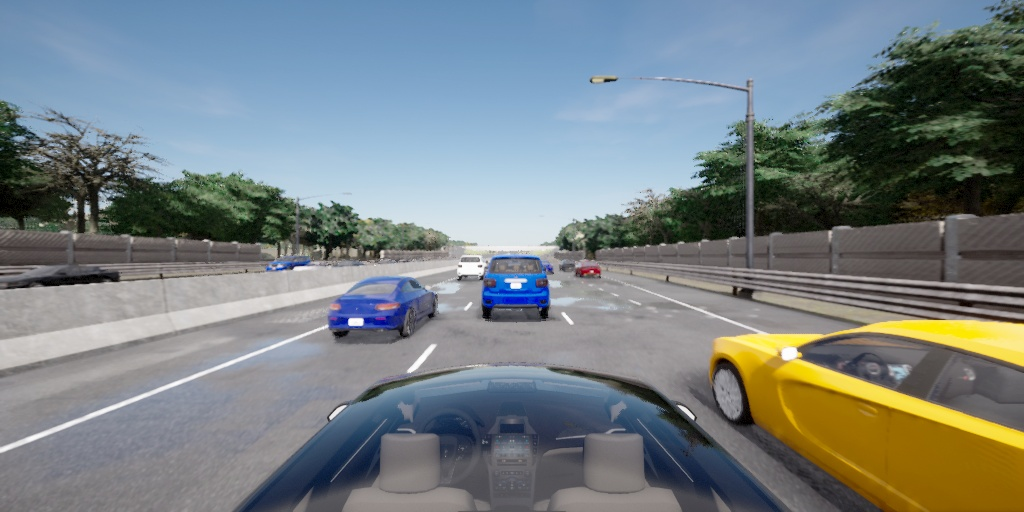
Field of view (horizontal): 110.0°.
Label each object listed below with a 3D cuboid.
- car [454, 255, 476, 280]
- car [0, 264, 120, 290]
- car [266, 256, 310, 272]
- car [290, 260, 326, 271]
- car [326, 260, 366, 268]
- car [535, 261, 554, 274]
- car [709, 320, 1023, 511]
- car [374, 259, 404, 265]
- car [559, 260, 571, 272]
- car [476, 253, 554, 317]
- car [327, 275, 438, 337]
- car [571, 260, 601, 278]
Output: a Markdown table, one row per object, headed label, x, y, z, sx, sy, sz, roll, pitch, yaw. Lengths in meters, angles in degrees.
| label | x | y | z | sx | sy | sz | roll | pitch | yaw |
| --- | --- | --- | --- | --- | --- | --- | --- | --- | --- |
| car | -3.296 | 0.966 | 30.835 | 2.150 | 2.045 | 5.566 | 0 | 0 | 0 |
| car | -23.811 | 1.217 | 18.848 | 1.882 | 1.535 | 5.008 | 0 | 0 | -3 |
| car | -24.397 | 0.976 | 39.539 | 2.150 | 2.045 | 5.566 | 0 | 0 | 0 |
| car | -20.935 | 1.352 | 38.087 | 1.895 | 1.301 | 4.718 | 0 | 0 | 1 |
| car | -17.429 | 1.229 | 38.411 | 1.882 | 1.535 | 5.008 | 0 | 0 | 1 |
| car | 3.684 | 1.284 | 41.479 | 1.812 | 1.442 | 4.674 | 0 | 0 | 0 |
| car | 3.502 | 1.228 | 2.674 | 1.882 | 1.535 | 5.008 | 0 | 0 | 0 |
| car | -13.918 | 1.258 | 39.634 | 1.837 | 1.490 | 4.892 | 0 | 0 | 1 |
| car | 7.270 | 1.273 | 46.857 | 1.837 | 1.490 | 4.892 | 0 | 0 | 1 |
| car | 0.121 | 0.962 | 13.188 | 2.150 | 2.045 | 5.566 | 0 | 0 | 0 |
| car | -3.387 | 1.268 | 10.097 | 1.812 | 1.442 | 4.674 | 0 | 0 | 0 |
| car | 7.067 | 1.225 | 33.870 | 1.882 | 1.535 | 5.008 | 0 | 0 | 2 |
